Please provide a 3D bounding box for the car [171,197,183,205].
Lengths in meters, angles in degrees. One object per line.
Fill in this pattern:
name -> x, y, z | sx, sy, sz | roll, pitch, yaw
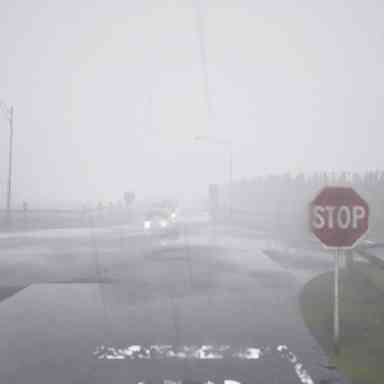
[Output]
car -> -2.857, 1.676, 63.895 | 2.033, 1.411, 5.357 | 0, 0, 0

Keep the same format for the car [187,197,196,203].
car -> -0.102, 1.743, 70.993 | 1.895, 1.301, 4.718 | 0, 0, 0

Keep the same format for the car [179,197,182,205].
car -> -2.898, 1.583, 49.317 | 2.128, 1.511, 4.902 | 0, 0, 0

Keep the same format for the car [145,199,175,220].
car -> -2.886, 1.595, 29.231 | 2.033, 1.411, 5.357 | 0, 0, 0

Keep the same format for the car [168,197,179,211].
car -> -2.898, 1.546, 38.911 | 1.882, 1.535, 5.008 | 0, 0, 0
